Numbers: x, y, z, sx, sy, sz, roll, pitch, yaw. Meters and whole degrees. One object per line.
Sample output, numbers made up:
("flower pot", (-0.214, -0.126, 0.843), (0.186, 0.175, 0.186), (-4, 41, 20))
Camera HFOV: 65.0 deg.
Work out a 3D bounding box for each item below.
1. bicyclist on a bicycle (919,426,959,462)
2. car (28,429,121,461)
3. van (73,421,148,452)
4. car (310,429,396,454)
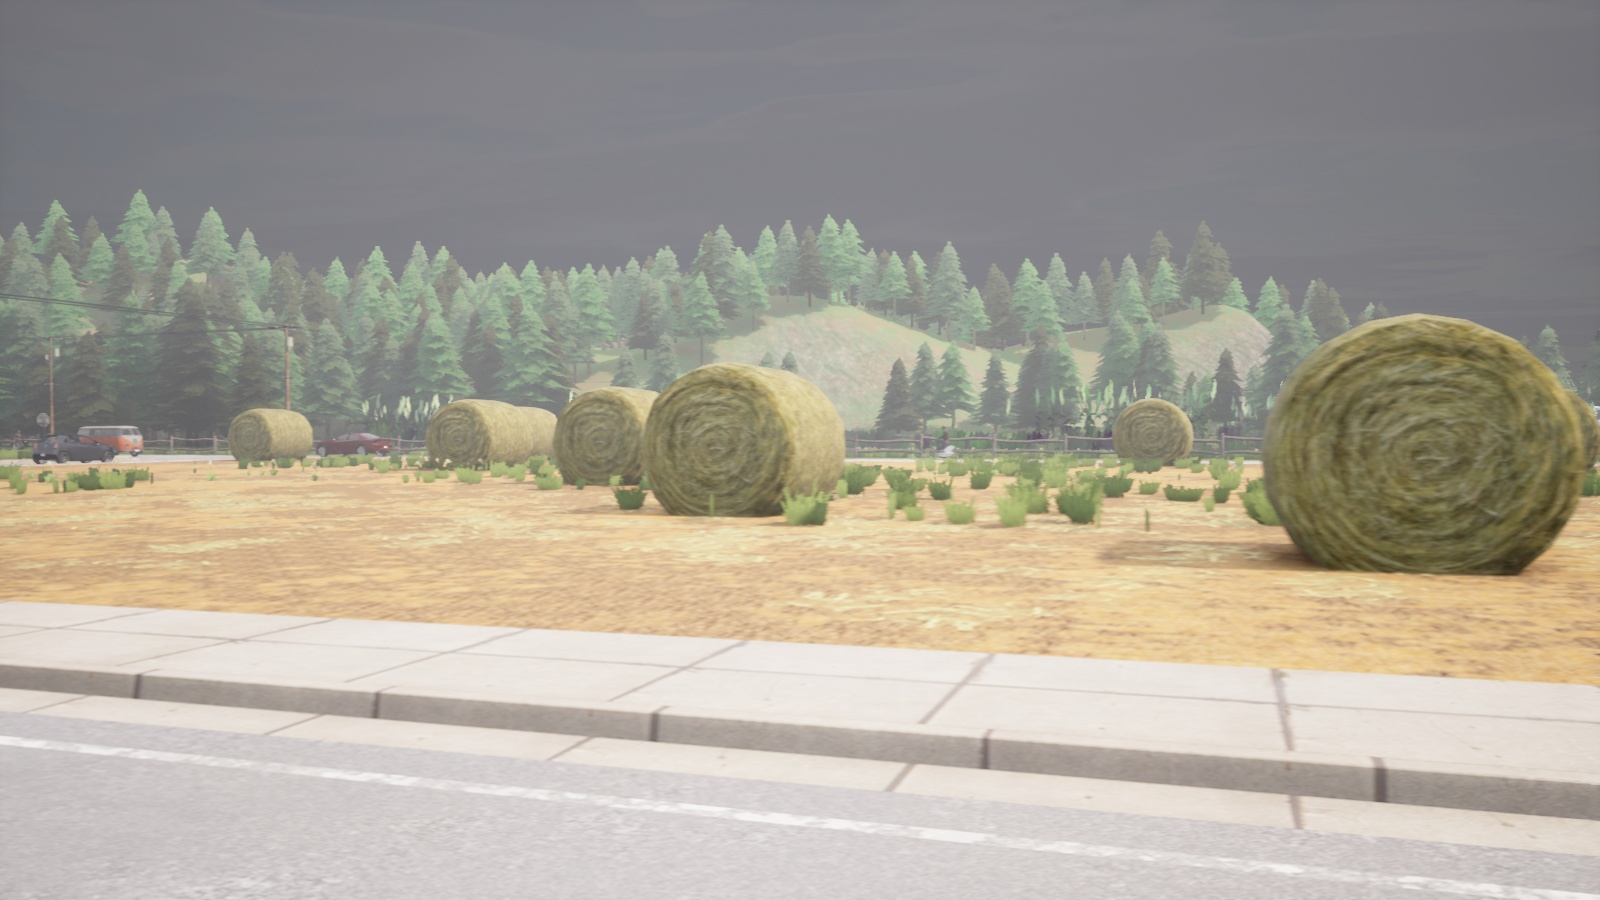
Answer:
("bicyclist on a bicycle", (6.973, -0.295, 63.097), (1.843, 1.776, 0.659), (1, 1, 22))
("car", (-35.776, -0.260, 62.005), (1.845, 1.501, 3.633), (1, 1, 20))
("van", (-44.152, -0.882, 80.389), (4.442, 1.987, 1.775), (1, 1, 22))
("car", (-27.546, -0.543, 77.331), (5.008, 1.535, 1.882), (1, 1, 22))
